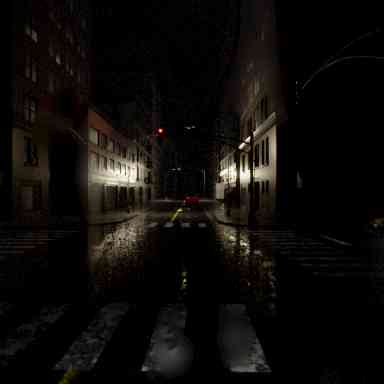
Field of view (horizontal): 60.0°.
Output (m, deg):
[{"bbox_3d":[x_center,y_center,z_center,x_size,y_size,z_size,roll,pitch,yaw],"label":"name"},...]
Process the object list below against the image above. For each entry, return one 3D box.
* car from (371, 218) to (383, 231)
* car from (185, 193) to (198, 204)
[{"bbox_3d":[12.380,1.514,18.047,4.829,1.417,1.752,0,0,0],"label":"car"},{"bbox_3d":[-0.045,1.184,60.453,2.150,2.045,5.566,0,0,0],"label":"car"}]
